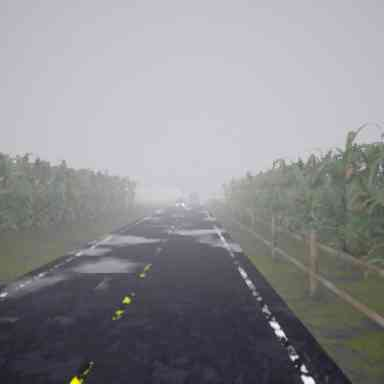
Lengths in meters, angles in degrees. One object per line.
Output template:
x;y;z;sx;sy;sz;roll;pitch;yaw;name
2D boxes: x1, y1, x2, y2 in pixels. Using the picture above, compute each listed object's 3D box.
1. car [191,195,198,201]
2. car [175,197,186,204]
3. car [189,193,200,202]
0.632;1.595;88.502;1.994;1.385;4.181;0;0;0;car
-2.288;1.665;66.268;1.994;1.385;4.181;0;0;1;car
0.515;1.211;72.378;2.150;2.045;5.566;0;0;0;car
